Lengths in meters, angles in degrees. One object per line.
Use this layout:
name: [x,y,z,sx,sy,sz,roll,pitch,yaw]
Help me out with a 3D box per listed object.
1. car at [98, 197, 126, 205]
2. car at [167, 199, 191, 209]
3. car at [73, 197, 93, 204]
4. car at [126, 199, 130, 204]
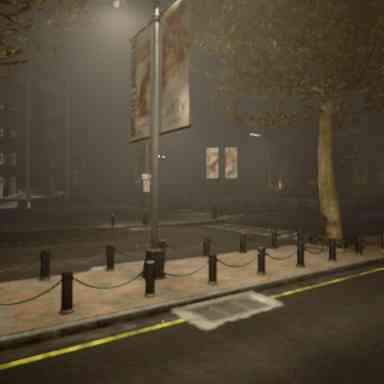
car: [-16.230,1.778,65.787,5.357,1.411,2.033,0,0,35]
car: [-1.968,1.777,49.297,1.812,1.442,4.674,1,0,-36]
car: [-22.744,1.753,69.281,4.181,1.385,1.994,0,0,22]
car: [-14.777,1.814,69.017,4.181,1.385,1.994,0,0,33]
